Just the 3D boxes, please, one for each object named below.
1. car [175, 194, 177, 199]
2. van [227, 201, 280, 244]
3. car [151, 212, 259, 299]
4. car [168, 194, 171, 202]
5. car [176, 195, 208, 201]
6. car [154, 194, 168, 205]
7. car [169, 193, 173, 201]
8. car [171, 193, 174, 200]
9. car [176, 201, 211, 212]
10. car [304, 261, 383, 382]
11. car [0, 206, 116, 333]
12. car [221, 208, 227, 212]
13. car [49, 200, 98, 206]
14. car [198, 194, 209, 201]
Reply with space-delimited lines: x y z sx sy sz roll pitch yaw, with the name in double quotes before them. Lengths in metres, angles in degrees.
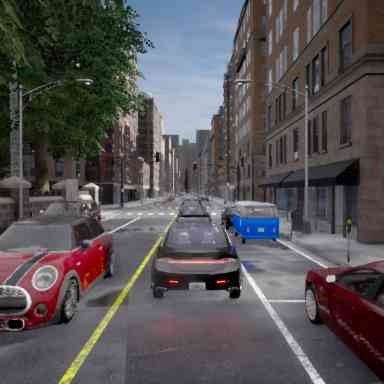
"car" -5.690 1.497 86.450 2.008 1.369 4.403 0 0 0
"van" 2.851 1.336 15.549 1.690 1.788 3.998 0 0 0
"car" 0.098 1.490 8.450 2.128 1.511 4.902 0 0 0
"car" -5.685 1.502 64.647 2.008 1.369 4.403 0 0 0
"car" -0.008 1.338 27.567 2.097 1.767 4.553 0 0 0
"car" -5.684 1.480 59.026 1.752 1.417 4.829 0 0 0
"car" -5.686 1.493 70.098 1.887 1.381 4.507 0 0 0
"car" -5.687 1.492 75.549 1.887 1.381 4.507 0 0 0
"car" 0.094 1.485 18.390 2.128 1.511 4.902 0 0 0
"car" 2.853 1.544 4.228 1.887 1.381 4.507 0 0 0
"car" -3.099 1.350 7.110 2.097 1.767 4.553 0 0 0
"car" 2.850 1.558 21.210 1.947 1.339 4.313 0 0 0
"car" -5.674 1.310 15.507 2.192 1.841 5.009 0 0 0
"car" 2.837 1.387 75.586 1.967 1.590 4.097 0 0 0
